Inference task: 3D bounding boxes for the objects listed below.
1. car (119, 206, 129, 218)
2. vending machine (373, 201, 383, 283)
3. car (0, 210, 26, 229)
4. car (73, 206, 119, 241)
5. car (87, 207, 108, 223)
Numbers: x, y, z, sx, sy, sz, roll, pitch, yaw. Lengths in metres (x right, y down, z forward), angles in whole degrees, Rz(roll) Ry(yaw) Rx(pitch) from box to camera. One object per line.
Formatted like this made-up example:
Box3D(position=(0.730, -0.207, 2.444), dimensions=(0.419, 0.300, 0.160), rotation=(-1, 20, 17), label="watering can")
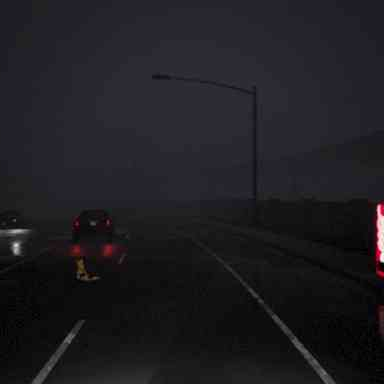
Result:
Box3D(position=(-9.391, 2.561, 42.630), dimensions=(2.128, 1.511, 4.902), rotation=(0, -2, -25), label="car")
Box3D(position=(5.497, 1.305, 8.616), dimensions=(1.100, 2.100, 0.880), rotation=(1, -1, -5), label="vending machine")
Box3D(position=(-14.950, 2.218, 27.467), dimensions=(1.812, 1.442, 4.674), rotation=(0, -2, -17), label="car")
Box3D(position=(-5.614, 1.765, 19.553), dimensions=(2.097, 1.767, 4.553), rotation=(0, -2, -11), label="car")
Box3D(position=(-10.369, 2.412, 36.222), dimensions=(1.837, 1.490, 4.892), rotation=(0, -2, -20), label="car")
